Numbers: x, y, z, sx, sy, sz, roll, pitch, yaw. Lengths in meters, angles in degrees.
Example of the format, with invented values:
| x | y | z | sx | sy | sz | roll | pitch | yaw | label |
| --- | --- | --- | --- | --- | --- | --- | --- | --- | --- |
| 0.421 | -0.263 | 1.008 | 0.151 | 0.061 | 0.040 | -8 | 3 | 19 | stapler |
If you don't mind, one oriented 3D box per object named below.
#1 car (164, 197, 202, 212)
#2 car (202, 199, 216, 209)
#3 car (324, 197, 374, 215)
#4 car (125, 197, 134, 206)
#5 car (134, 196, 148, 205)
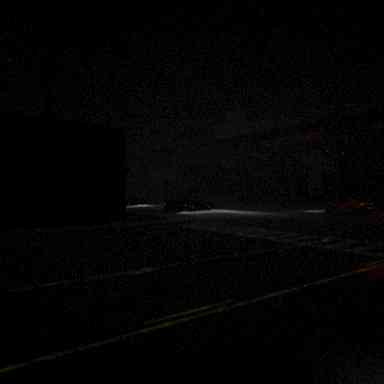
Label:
| x | y | z | sx | sy | sz | roll | pitch | yaw | label |
| --- | --- | --- | --- | --- | --- | --- | --- | --- | --- |
| -1.373 | 1.352 | 37.230 | 1.837 | 1.490 | 4.892 | -1 | 0 | -35 | car |
| 0.765 | 1.422 | 40.263 | 1.895 | 1.301 | 4.718 | -1 | 0 | -35 | car |
| 14.696 | 1.251 | 31.498 | 1.882 | 1.535 | 5.008 | 0 | 0 | -20 | car |
| -11.205 | 1.326 | 51.062 | 1.882 | 1.535 | 5.008 | -1 | 1 | -35 | car |
| -8.707 | 1.385 | 53.597 | 1.994 | 1.385 | 4.181 | -1 | 0 | -35 | car |
